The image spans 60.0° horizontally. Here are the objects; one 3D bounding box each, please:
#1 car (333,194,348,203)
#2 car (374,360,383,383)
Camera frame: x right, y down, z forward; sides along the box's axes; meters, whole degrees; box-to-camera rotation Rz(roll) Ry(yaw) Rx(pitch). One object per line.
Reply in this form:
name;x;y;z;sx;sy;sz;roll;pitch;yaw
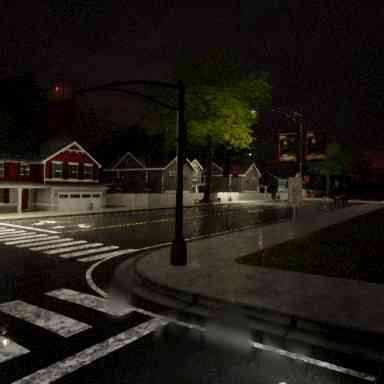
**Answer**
car;28.057;1.206;62.697;2.128;1.511;4.902;1;0;36
car;3.380;1.505;1.268;4.892;1.490;1.837;0;0;36
